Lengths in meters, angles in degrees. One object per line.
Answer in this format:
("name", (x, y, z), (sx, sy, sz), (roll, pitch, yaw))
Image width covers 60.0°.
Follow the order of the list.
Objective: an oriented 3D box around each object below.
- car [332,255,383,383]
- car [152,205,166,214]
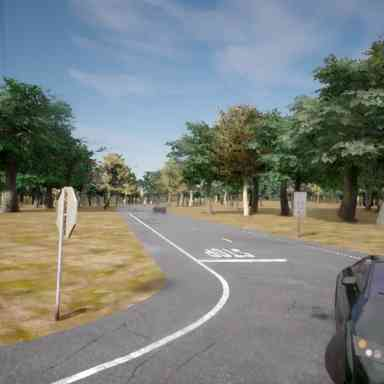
("car", (3.089, 1.643, 4.595), (1.994, 1.385, 4.181), (1, -1, 22))
("car", (-5.602, 2.963, 56.870), (1.882, 1.535, 5.008), (3, -2, -14))
